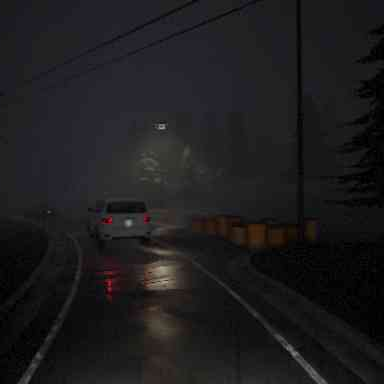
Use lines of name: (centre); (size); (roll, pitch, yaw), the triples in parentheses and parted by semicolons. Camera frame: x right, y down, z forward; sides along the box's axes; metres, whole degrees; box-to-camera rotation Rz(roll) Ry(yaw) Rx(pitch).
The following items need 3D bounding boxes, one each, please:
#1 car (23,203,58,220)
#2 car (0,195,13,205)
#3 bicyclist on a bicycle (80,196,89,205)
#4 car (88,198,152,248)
car: (-14.144, 1.755, 30.958); (4.181, 1.385, 1.994); (-1, 0, 45)
car: (-40.628, 1.729, 71.838); (5.566, 2.045, 2.150); (-1, 0, 40)
bicyclist on a bicycle: (-19.129, 1.598, 59.142); (0.582, 1.620, 1.656); (-1, 0, 40)
car: (-3.497, 1.286, 15.424); (2.150, 2.045, 5.566); (0, 0, -23)
